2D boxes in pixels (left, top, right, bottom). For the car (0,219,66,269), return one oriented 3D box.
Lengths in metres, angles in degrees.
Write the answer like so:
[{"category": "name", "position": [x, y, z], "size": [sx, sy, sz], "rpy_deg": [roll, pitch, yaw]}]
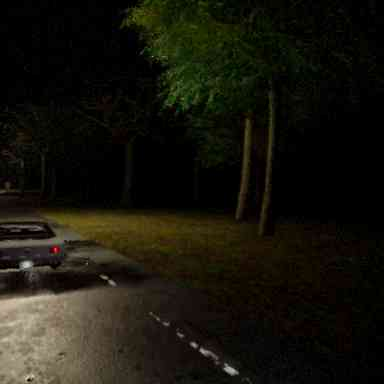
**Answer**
[{"category": "car", "position": [-5.261, 1.474, 10.100], "size": [1.895, 1.301, 4.718], "rpy_deg": [2, 0, -32]}]
